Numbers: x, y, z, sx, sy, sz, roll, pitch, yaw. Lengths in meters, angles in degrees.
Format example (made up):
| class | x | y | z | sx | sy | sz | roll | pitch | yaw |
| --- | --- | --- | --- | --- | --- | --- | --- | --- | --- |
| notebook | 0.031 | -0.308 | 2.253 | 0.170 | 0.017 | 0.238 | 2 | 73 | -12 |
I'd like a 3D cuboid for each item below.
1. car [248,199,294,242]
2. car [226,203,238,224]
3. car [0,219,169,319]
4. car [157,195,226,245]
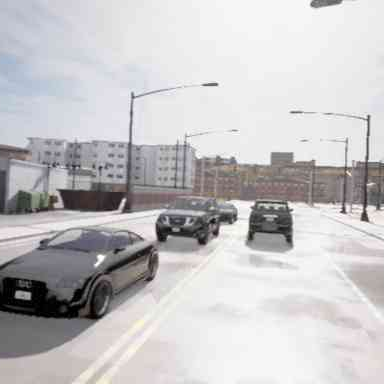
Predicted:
| class | x | y | z | sx | sy | sz | roll | pitch | yaw |
| --- | --- | --- | --- | --- | --- | --- | --- | --- | --- |
| car | 4.311 | 1.410 | 18.174 | 2.150 | 2.045 | 5.566 | 3 | 0 | 14 |
| car | 2.472 | 1.577 | 26.136 | 1.882 | 1.535 | 5.008 | 3 | 0 | 14 |
| car | -2.182 | 1.458 | 7.160 | 1.994 | 1.385 | 4.181 | 3 | 0 | 14 |
| car | 0.029 | 1.213 | 16.186 | 2.150 | 2.045 | 5.566 | 3 | 0 | 14 |
